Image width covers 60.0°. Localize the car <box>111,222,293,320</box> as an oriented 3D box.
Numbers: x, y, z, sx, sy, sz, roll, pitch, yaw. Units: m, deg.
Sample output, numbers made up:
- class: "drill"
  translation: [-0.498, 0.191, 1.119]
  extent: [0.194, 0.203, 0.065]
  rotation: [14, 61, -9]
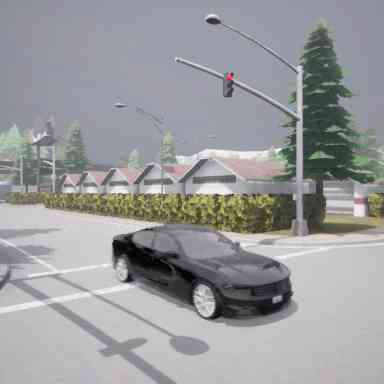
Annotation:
- class: "car"
  translation: [-0.102, 1.527, 7.657]
  extent: [1.882, 1.535, 5.008]
  rotation: [0, 1, -39]
